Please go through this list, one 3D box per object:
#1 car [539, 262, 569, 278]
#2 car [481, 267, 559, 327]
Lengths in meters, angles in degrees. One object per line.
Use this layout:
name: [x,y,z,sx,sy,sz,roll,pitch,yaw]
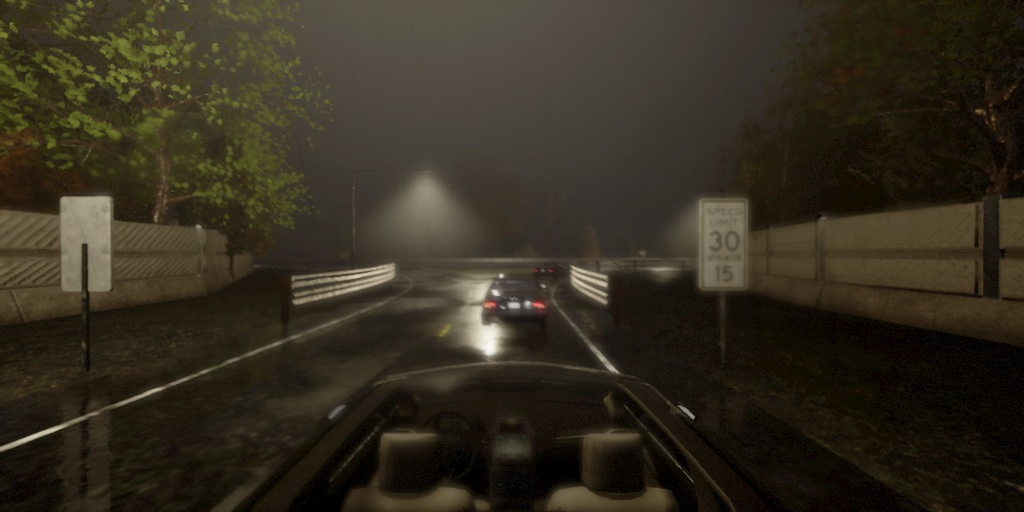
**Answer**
car: [3.296,1.196,29.710,2.033,1.411,5.357,0,0,21]
car: [0.126,1.263,11.332,2.033,1.411,5.357,0,0,1]
